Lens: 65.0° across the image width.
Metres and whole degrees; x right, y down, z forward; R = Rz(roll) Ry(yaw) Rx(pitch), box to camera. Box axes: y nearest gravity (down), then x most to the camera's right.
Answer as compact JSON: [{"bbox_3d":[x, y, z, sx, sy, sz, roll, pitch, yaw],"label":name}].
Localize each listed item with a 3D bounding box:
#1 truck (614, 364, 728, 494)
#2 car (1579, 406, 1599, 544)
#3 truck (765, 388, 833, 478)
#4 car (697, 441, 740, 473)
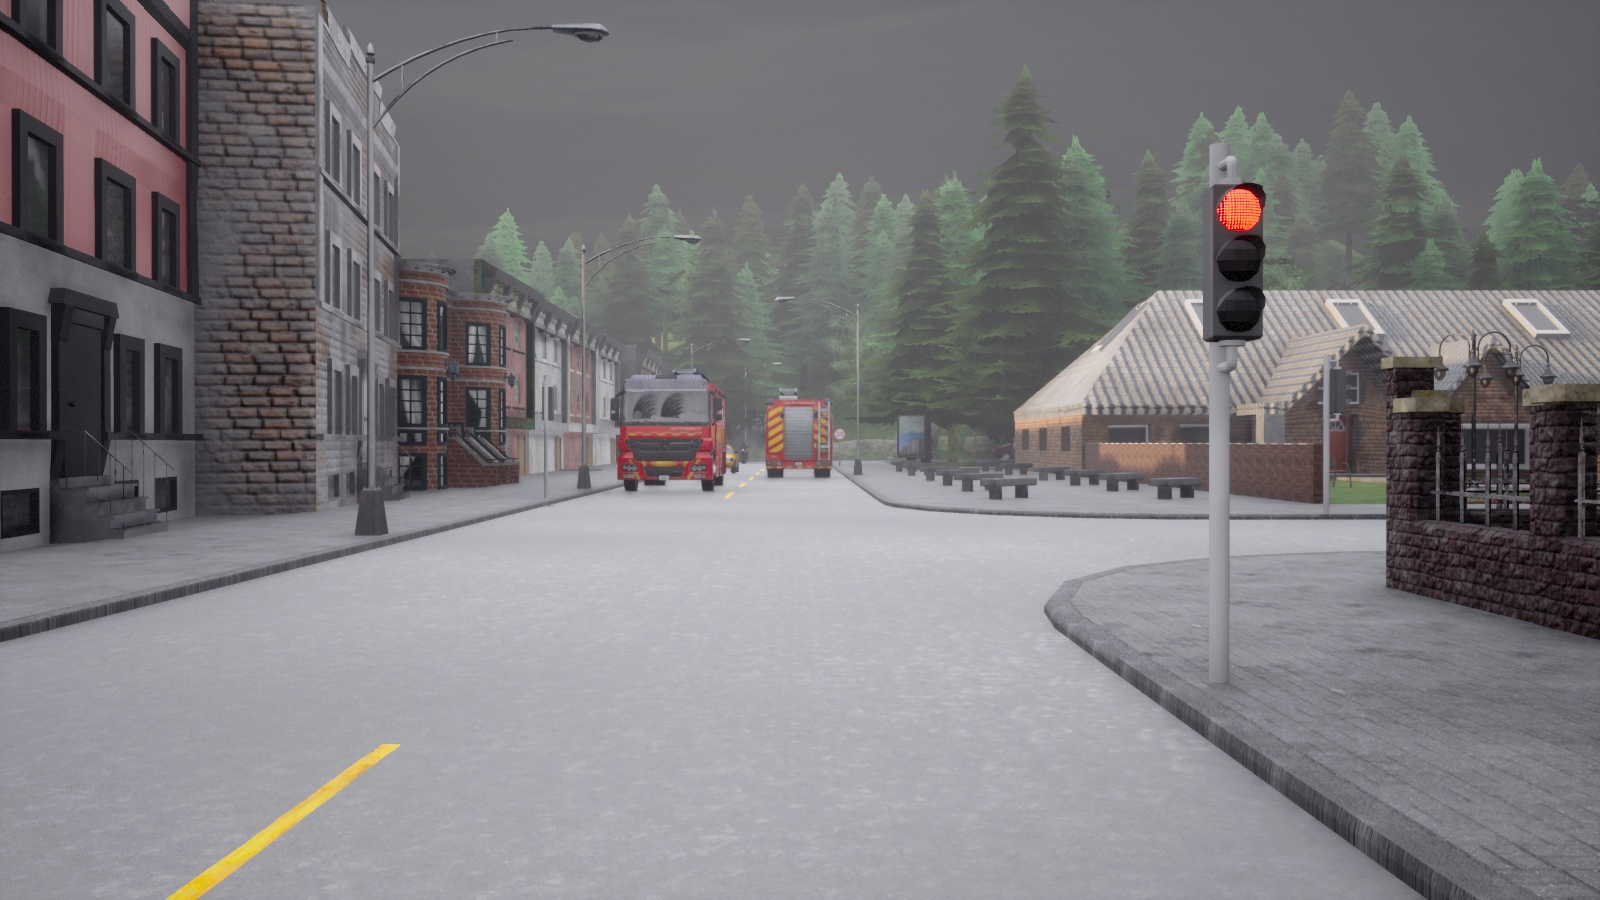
[{"bbox_3d":[-4.048,-0.654,41.252,2.891,3.827,8.468,0,0,0],"label":"truck"},{"bbox_3d":[14.694,0.375,18.153,5.566,2.045,2.150,0,0,-1],"label":"car"},{"bbox_3d":[-0.049,-0.744,57.673,2.891,3.827,8.468,0,0,0],"label":"truck"},{"bbox_3d":[-4.046,0.326,63.179,1.801,1.575,5.366,0,0,0],"label":"car"}]
